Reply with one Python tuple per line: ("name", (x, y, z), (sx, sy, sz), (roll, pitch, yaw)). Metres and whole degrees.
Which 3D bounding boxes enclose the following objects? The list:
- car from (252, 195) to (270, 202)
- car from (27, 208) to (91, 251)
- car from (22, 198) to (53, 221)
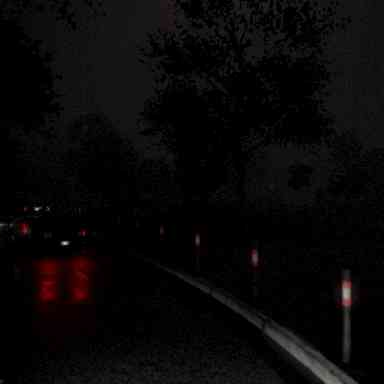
("car", (19.492, 1.926, 92.959), (4.553, 1.767, 2.185), (0, -1, 8))
("car", (-5.755, 1.596, 14.197), (1.895, 1.301, 4.718), (0, 0, -29))
("car", (-12.658, 1.375, 27.431), (2.097, 1.767, 4.553), (0, 0, -22))
